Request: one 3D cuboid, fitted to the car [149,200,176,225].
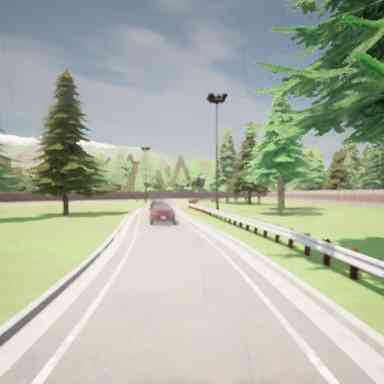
[{"bbox_3d":[-2.247,1.586,24.991,1.812,1.442,4.674,0,0,-7],"label":"car"}]
